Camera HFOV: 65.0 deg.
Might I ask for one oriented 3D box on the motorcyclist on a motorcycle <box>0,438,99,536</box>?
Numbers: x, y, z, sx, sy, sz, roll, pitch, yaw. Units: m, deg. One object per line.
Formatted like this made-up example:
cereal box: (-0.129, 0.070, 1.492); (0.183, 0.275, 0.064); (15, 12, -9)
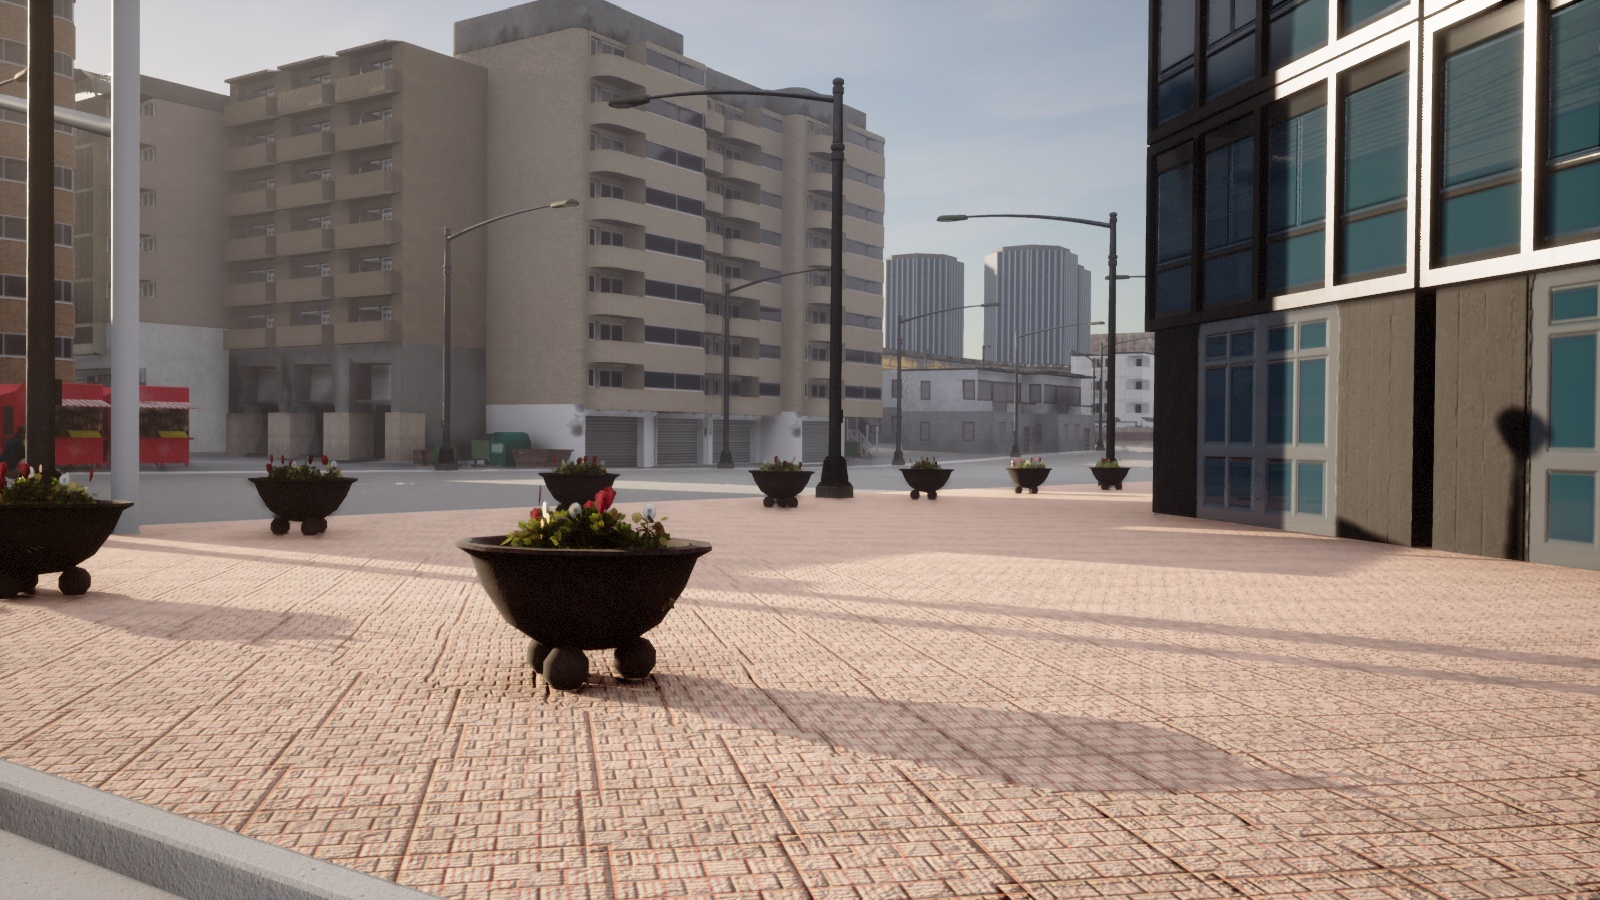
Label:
motorcyclist on a motorcycle: (-12.956, 0.602, 21.137); (0.866, 1.590, 1.817); (0, 0, 33)
